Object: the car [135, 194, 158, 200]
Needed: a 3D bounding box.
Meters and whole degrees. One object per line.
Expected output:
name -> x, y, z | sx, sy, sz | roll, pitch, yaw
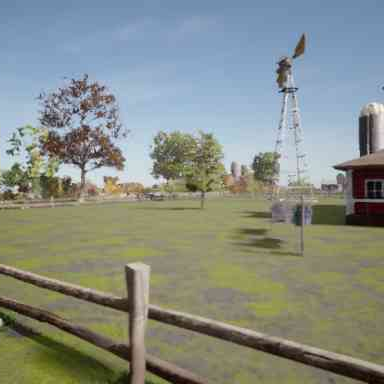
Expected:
car -> -9.130, 0.962, 66.587 | 1.895, 1.301, 4.718 | 0, 1, 37
